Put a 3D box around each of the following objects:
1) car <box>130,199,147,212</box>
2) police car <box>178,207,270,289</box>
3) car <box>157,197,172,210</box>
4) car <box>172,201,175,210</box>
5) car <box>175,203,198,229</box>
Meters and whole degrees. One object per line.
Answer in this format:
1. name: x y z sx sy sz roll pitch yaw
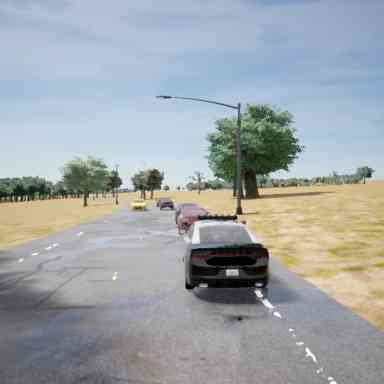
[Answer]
1. car: -6.626 1.634 41.634 1.882 1.535 5.008 0 0 -7
2. police car: 0.695 1.447 9.378 1.930 1.638 5.238 0 0 -3
3. car: -3.536 1.705 46.160 1.837 1.490 4.892 0 -1 -7
4. car: -0.363 1.577 25.325 1.837 1.490 4.892 0 0 -5
5. car: 0.098 1.579 19.308 1.812 1.442 4.674 0 0 -4
